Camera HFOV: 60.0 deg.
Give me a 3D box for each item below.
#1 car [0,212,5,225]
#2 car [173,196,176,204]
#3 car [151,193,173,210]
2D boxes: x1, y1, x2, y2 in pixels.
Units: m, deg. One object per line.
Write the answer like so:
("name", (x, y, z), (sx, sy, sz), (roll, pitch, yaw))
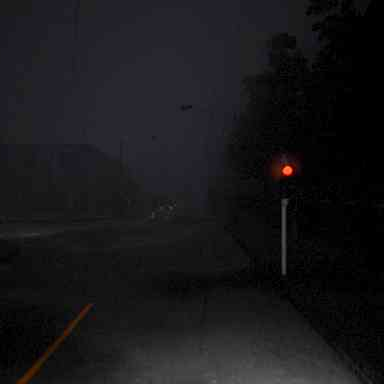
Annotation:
("car", (-13.467, 1.220, 18.324), (5.566, 2.045, 2.150), (0, 0, 0))
("car", (-4.062, 1.501, 53.834), (1.837, 1.490, 4.892), (0, 0, 0))
("car", (-4.076, 1.218, 43.916), (2.150, 2.045, 5.566), (0, 0, 0))
